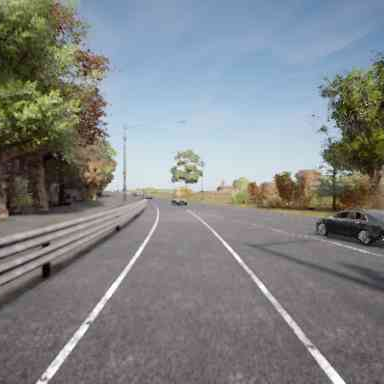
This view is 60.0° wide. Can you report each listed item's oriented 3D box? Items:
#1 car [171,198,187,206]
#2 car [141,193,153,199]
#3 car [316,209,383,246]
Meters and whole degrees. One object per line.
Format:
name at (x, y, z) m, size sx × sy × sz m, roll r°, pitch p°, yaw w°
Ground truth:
car at (-2.211, 1.549, 54.545) m, size 1.895 × 1.301 × 4.718 m, roll 0°, pitch 0°, yaw -15°
car at (-11.936, 1.313, 91.668) m, size 2.033 × 1.411 × 5.357 m, roll 0°, pitch 0°, yaw -15°
car at (7.927, 1.571, 15.891) m, size 1.837 × 1.490 × 4.892 m, roll 1°, pitch 0°, yaw -15°
